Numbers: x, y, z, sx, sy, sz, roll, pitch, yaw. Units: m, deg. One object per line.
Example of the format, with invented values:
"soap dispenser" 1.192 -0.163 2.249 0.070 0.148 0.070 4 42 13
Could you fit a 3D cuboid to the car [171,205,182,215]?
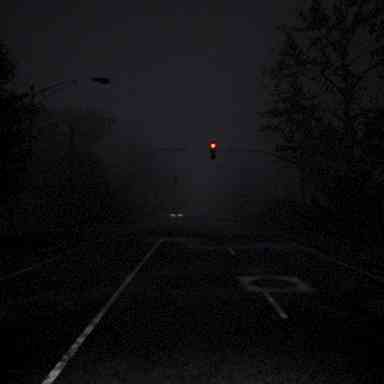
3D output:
"car" -3.406 3.999 74.866 2.150 2.045 5.566 0 -1 1
